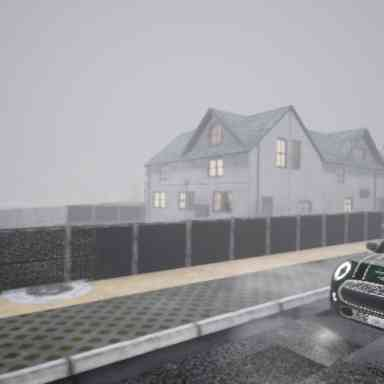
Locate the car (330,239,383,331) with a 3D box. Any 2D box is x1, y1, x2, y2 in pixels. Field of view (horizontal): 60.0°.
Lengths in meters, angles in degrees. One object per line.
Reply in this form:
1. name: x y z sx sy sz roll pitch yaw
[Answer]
1. car: 4.707 1.443 6.462 4.553 1.767 2.097 1 -1 -36
